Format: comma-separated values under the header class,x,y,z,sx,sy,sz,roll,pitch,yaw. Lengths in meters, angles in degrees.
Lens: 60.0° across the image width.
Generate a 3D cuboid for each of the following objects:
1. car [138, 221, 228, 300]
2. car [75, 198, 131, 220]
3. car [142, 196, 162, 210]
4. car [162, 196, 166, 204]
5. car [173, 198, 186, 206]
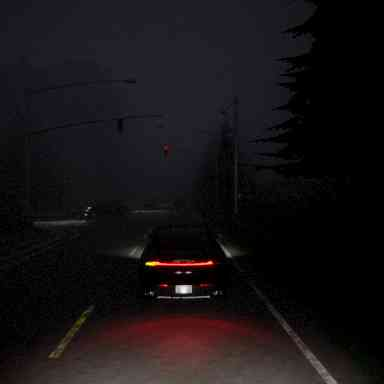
class,x,y,z,sx,sy,sz,roll,pitch,yaw
car,-0.228,1.505,8.416,1.837,1.490,4.892,0,0,-2
car,-7.421,1.340,27.826,2.097,1.767,4.553,-1,0,43
car,-5.291,1.477,43.029,1.882,1.535,5.008,0,0,-2
car,-6.037,1.526,63.601,1.812,1.442,4.674,0,0,-2
car,-2.013,1.563,53.418,1.994,1.385,4.181,0,0,-2
